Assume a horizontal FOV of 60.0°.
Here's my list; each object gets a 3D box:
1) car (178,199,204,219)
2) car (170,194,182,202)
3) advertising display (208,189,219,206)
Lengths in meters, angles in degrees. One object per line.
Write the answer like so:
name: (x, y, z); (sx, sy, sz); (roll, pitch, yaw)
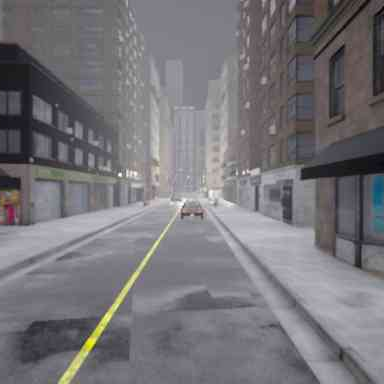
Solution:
car: (0.019, 1.490, 27.822); (1.895, 1.301, 4.718); (0, 0, 0)
car: (-3.006, 1.085, 64.107); (2.097, 1.767, 4.553); (0, 0, 0)
advertising display: (3.146, 0.826, 48.772); (1.540, 2.440, 0.280); (0, 0, 0)
